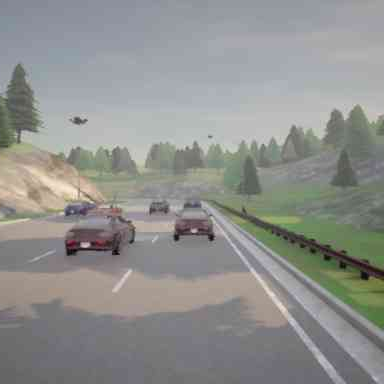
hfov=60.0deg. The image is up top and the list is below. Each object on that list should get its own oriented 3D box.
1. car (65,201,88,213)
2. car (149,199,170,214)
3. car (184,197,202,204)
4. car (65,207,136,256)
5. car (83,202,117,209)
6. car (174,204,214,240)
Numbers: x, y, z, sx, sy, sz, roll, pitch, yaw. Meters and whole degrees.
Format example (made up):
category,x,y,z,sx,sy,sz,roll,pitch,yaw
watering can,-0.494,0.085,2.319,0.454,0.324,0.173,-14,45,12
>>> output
category,x,y,z,sx,sy,sz,roll,pitch,yaw
car,-10.427,1.540,31.268,1.812,1.442,4.674,0,0,0
car,-3.430,1.508,35.661,2.128,1.511,4.902,0,0,0
car,0.068,1.372,39.558,2.097,1.767,4.553,0,0,0
car,-3.414,1.532,12.951,1.812,1.442,4.674,0,0,0
car,-6.923,1.613,26.927,1.895,1.301,4.718,0,0,0
car,0.089,1.534,16.935,1.812,1.442,4.674,0,0,0
